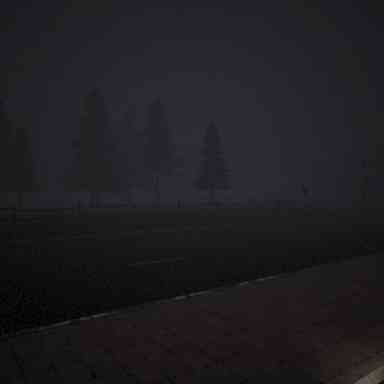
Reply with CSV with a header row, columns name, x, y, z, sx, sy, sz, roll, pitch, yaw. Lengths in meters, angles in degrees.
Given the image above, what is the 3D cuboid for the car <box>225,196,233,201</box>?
name,x,y,z,sx,sy,sz,roll,pitch,yaw
car,8.013,1.564,82.184,1.895,1.301,4.718,0,0,-35

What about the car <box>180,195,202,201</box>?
name,x,y,z,sx,sy,sz,roll,pitch,yaw
car,-0.626,1.508,76.216,2.033,1.411,5.357,0,0,-35

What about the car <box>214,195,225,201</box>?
name,x,y,z,sx,sy,sz,roll,pitch,yaw
car,5.122,1.446,80.211,1.882,1.535,5.008,0,0,-35

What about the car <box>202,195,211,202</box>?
name,x,y,z,sx,sy,sz,roll,pitch,yaw
car,2.248,1.493,78.214,1.812,1.442,4.674,0,0,-35
